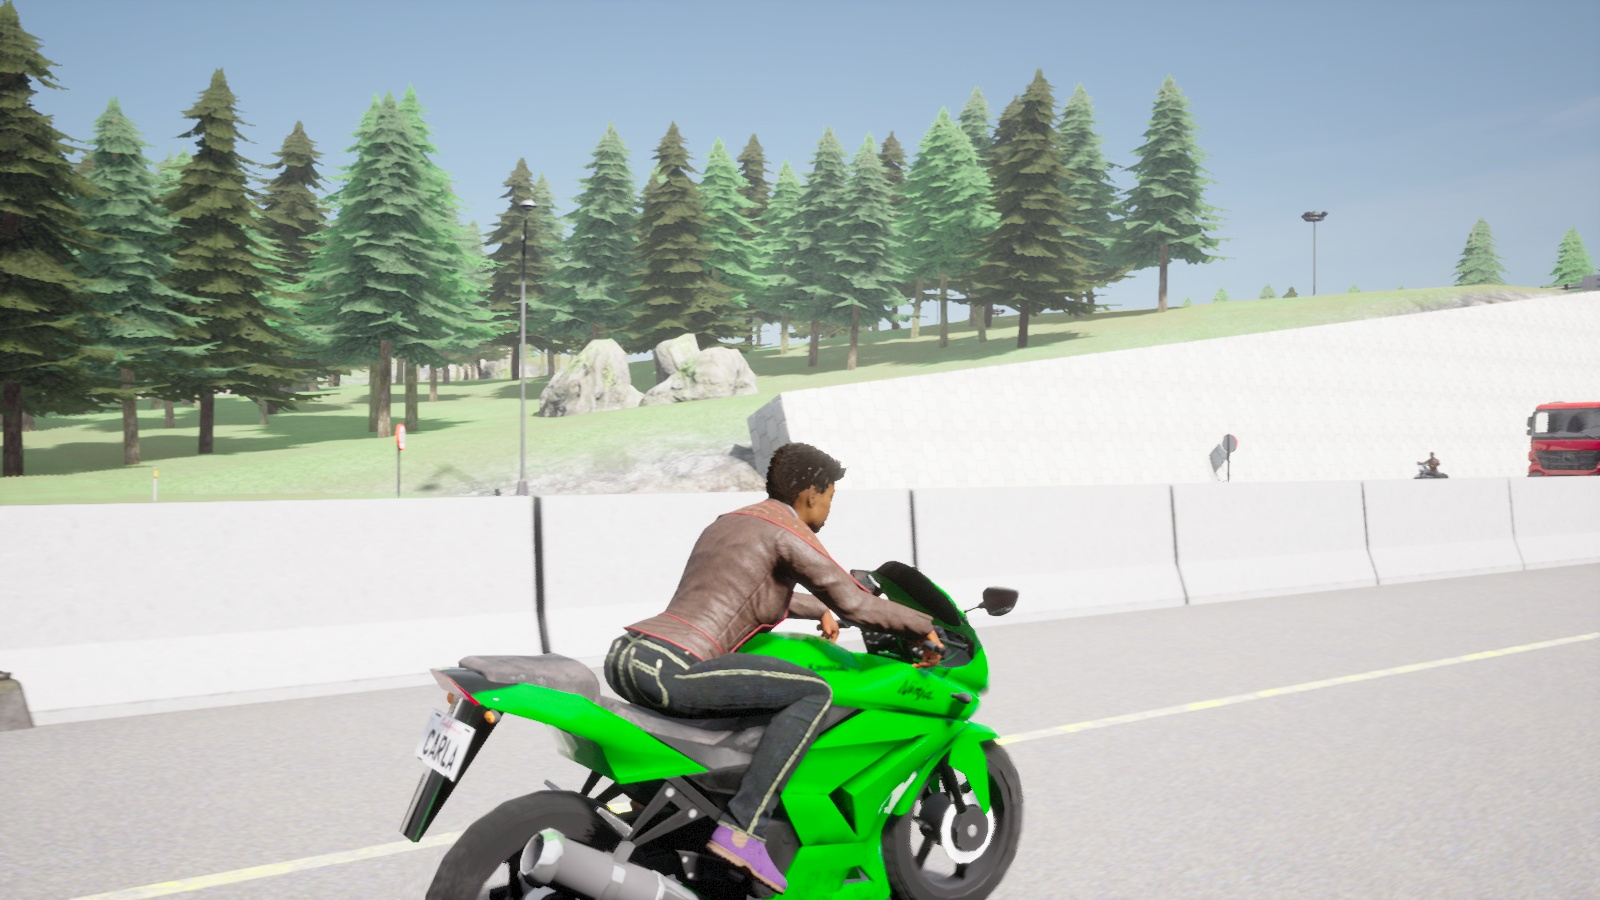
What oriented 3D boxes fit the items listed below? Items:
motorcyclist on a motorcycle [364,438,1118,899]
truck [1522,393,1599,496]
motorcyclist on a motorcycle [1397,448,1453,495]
[{"bbox_3d":[-0.092,0.736,3.595,2.044,1.523,0.797,0,0,-35],"label":"motorcyclist on a motorcycle"},{"bbox_3d":[29.702,-0.188,45.658,7.936,3.462,2.891,0,0,-35],"label":"truck"},{"bbox_3d":[22.292,0.758,44.761,2.350,1.649,0.766,0,0,-35],"label":"motorcyclist on a motorcycle"}]
